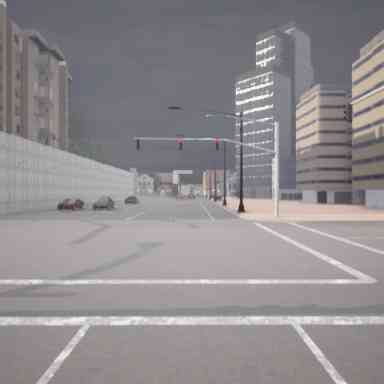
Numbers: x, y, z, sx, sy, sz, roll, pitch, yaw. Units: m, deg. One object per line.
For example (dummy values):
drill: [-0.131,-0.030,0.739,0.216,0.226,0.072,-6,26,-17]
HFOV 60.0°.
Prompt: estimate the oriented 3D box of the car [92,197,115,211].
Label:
car: [-10.650,1.480,40.417,1.837,1.490,4.892,0,0,0]

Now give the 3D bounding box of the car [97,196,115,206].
car: [-14.148,1.492,54.874,1.812,1.442,4.674,0,0,0]

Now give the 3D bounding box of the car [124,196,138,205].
car: [-10.640,1.471,58.518,1.837,1.490,4.892,0,-1,0]

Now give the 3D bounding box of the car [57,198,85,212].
car: [-14.145,1.454,39.120,1.882,1.535,5.008,0,0,0]
